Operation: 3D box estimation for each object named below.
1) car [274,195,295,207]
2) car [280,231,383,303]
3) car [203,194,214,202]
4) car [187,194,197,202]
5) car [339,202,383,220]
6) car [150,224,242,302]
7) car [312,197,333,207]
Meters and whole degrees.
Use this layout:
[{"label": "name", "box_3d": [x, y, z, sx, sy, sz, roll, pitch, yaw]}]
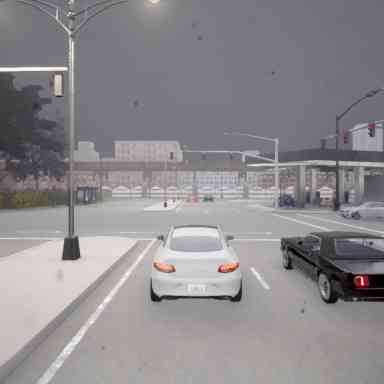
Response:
[{"label": "car", "box_3d": [13.229, 1.262, 47.671, 2.242, 1.667, 4.611, 0, 0, 0]}, {"label": "car", "box_3d": [3.590, 1.599, 8.116, 1.895, 1.301, 4.718, 0, 0, 0]}, {"label": "car", "box_3d": [3.526, 1.257, 72.319, 2.097, 1.767, 4.553, 0, 0, 0]}, {"label": "car", "box_3d": [0.026, 1.250, 72.320, 2.097, 1.767, 4.553, 0, 0, 0]}, {"label": "car", "box_3d": [14.619, 1.523, 27.480, 4.674, 1.442, 1.812, 0, 0, -1]}, {"label": "car", "box_3d": [0.085, 1.517, 8.133, 1.812, 1.442, 4.674, 0, 0, 0]}, {"label": "car", "box_3d": [18.973, 1.434, 48.432, 1.970, 1.475, 3.806, 0, 0, 0]}]
